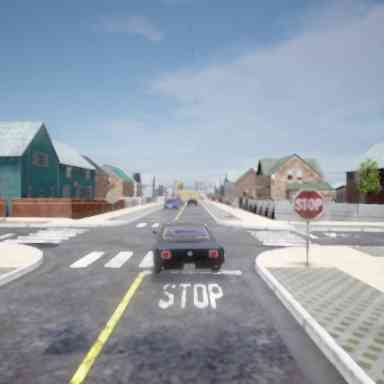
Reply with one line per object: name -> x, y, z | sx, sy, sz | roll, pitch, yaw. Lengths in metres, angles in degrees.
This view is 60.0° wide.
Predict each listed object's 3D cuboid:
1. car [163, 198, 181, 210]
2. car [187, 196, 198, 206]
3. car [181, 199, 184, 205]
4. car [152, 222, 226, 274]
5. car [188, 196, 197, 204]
car -> -2.812, 1.670, 44.821 | 1.812, 1.442, 4.674 | 0, 0, 0
car -> 0.082, 1.774, 60.239 | 1.837, 1.490, 4.892 | 0, -1, 1
car -> -2.712, 1.849, 64.982 | 1.812, 1.442, 4.674 | 0, -1, 0
car -> -0.325, 1.611, 10.649 | 1.895, 1.301, 4.718 | 0, 0, -7
car -> 0.041, 1.684, 70.900 | 1.882, 1.535, 5.008 | 0, -1, 0
